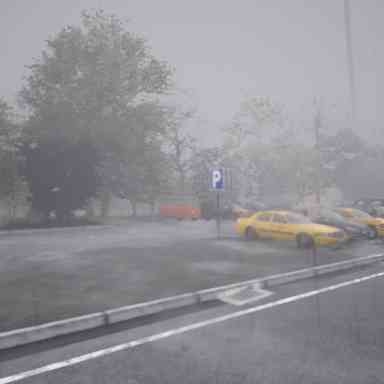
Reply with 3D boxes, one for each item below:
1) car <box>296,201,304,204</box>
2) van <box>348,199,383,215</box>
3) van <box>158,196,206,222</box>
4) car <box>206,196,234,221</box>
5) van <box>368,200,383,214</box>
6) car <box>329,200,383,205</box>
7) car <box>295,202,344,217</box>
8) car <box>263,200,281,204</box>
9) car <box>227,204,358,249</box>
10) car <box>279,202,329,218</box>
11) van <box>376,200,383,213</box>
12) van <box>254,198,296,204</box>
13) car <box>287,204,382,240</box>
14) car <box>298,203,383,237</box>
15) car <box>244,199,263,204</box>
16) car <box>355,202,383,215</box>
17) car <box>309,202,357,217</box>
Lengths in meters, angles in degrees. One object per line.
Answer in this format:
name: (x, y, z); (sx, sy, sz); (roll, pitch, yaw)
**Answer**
car: (10.285, 1.748, 35.616); (2.185, 1.767, 4.553); (2, -1, -35)
van: (23.870, 2.025, 45.190); (1.878, 1.987, 4.442); (2, -1, -35)
van: (-1.174, 1.355, 27.635); (1.878, 1.987, 4.442); (1, -1, -35)
car: (1.233, 1.379, 29.240); (2.435, 2.045, 5.566); (1, -1, -35)
van: (28.259, 2.162, 48.317); (1.878, 1.987, 4.442); (2, -1, -35)
car: (10.899, 1.557, 20.071); (2.185, 1.767, 4.553); (2, -1, -35)
car: (14.779, 1.999, 38.850); (2.097, 1.535, 5.008); (2, -1, -35)
car: (5.757, 1.749, 32.421); (2.231, 1.521, 4.892); (2, -1, -35)
car: (4.249, 1.538, 15.067); (1.946, 1.575, 5.366); (1, -1, -35)
car: (12.421, 1.933, 37.170); (2.097, 1.535, 5.008); (2, -1, -35)
van: (30.487, 2.275, 50.190); (1.878, 1.987, 4.442); (3, -2, -35)
van: (7.945, 1.585, 34.131); (1.878, 1.987, 4.442); (2, -1, -35)
car: (6.393, 1.581, 16.829); (2.231, 1.521, 4.892); (1, -1, -35)
car: (8.650, 1.627, 18.438); (2.097, 1.535, 5.008); (1, -1, -35)
car: (3.607, 1.684, 30.670); (1.946, 1.575, 5.366); (1, -1, -35)
car: (26.050, 2.313, 46.893); (2.097, 1.535, 5.008); (2, -1, -35)
car: (17.035, 2.063, 40.457); (2.231, 1.521, 4.892); (2, -1, -35)
